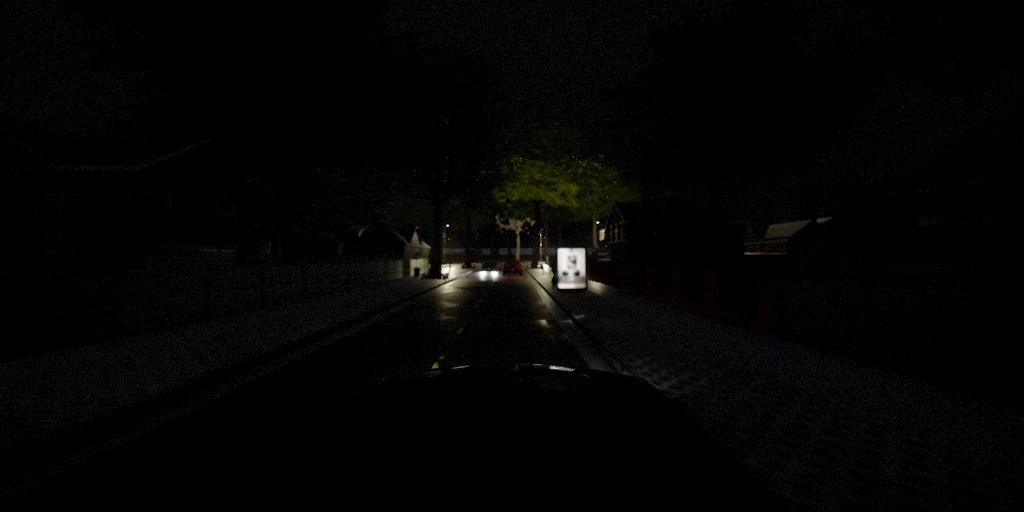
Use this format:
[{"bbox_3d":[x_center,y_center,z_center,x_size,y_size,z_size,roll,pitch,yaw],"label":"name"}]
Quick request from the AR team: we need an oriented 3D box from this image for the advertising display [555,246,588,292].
[{"bbox_3d":[3.011,0.748,18.077,1.540,2.440,0.280,0,0,0],"label":"advertising display"}]

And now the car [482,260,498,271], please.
[{"bbox_3d":[-2.819,1.203,46.095,1.895,1.301,4.718,0,0,0],"label":"car"}]

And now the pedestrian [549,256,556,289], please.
[{"bbox_3d":[2.266,0.861,19.148,0.375,1.860,0.375,1,-1,-15],"label":"pedestrian"}]

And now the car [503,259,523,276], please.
[{"bbox_3d":[0.073,1.135,36.506,1.882,1.535,5.008,0,0,1],"label":"car"}]
